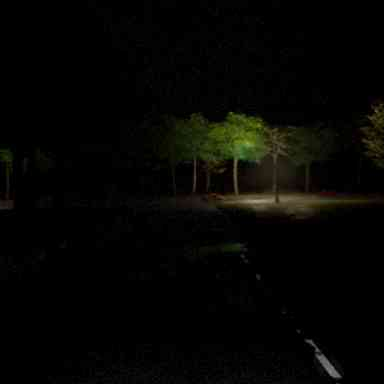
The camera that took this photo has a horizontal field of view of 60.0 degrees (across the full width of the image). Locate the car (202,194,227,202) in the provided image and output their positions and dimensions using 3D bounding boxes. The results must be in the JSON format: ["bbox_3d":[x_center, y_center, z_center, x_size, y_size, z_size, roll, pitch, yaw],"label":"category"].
[{"bbox_3d":[4.386,1.168,64.936,5.008,1.535,1.882,-1,2,0],"label":"car"}]

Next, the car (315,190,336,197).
[{"bbox_3d":[28.885,0.206,71.895,4.181,1.385,1.994,-2,3,0],"label":"car"}]
